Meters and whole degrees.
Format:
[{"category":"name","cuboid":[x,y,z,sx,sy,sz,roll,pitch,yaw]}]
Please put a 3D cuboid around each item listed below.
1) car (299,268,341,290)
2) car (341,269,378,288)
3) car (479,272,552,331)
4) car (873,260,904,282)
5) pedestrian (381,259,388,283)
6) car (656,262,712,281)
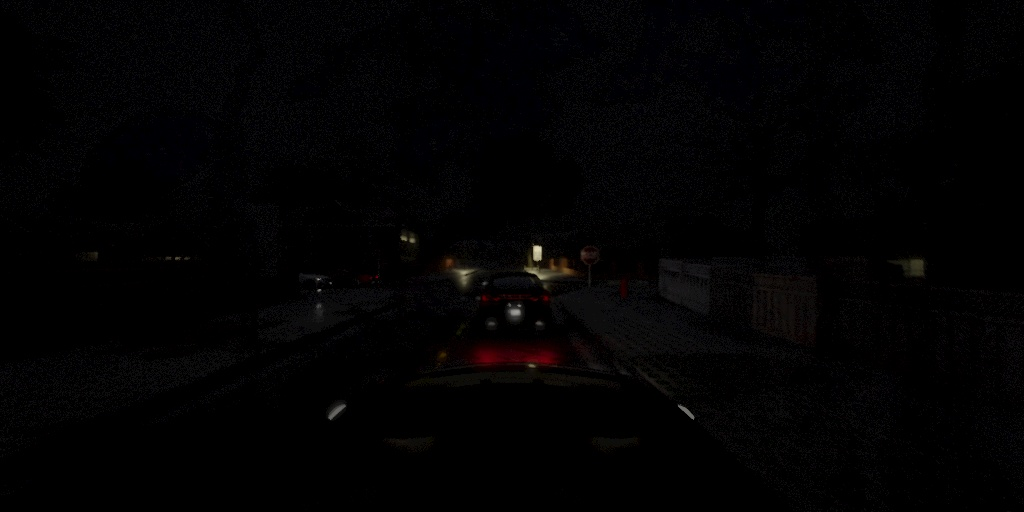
[{"category":"car","cuboid":[-13.100,1.366,21.309,4.674,1.442,1.812,-1,-2,1]},{"category":"car","cuboid":[-11.746,1.528,24.503,4.718,1.301,1.895,-1,-2,-2]},{"category":"car","cuboid":[0.092,1.216,11.004,1.882,1.535,5.008,0,0,0]},{"category":"car","cuboid":[22.882,0.953,23.825,5.008,1.535,1.882,-1,-2,1]},{"category":"pedestrian","cuboid":[-9.681,1.129,27.154,0.375,1.860,0.375,0,-1,1]},{"category":"car","cuboid":[12.235,1.085,23.958,5.008,1.535,1.882,-1,-2,1]}]
